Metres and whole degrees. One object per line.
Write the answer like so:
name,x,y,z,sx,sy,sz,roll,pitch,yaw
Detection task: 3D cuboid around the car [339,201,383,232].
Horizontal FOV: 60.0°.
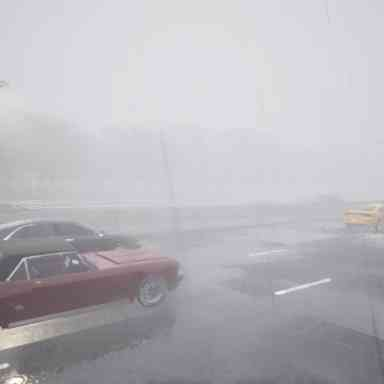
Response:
car,11.242,1.466,20.287,5.008,1.535,1.882,0,0,-35

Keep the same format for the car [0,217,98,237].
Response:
car,-3.830,1.504,9.608,4.892,1.490,1.837,0,0,-35

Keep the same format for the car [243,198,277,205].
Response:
car,9.147,1.530,44.724,4.718,1.301,1.895,-1,0,-35

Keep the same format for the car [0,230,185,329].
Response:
car,-2.499,1.600,6.261,4.718,1.301,1.895,0,0,-35

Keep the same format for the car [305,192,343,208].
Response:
car,18.771,1.038,47.185,5.566,2.045,2.150,-1,1,-35

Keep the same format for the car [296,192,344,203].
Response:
car,13.942,1.163,35.272,5.566,2.045,2.150,-1,0,-35

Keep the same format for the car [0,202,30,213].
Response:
car,-14.297,1.503,23.882,4.892,1.490,1.837,0,0,-35

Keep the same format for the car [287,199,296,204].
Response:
car,13.116,1.281,38.959,4.553,1.767,2.097,-1,0,-35
